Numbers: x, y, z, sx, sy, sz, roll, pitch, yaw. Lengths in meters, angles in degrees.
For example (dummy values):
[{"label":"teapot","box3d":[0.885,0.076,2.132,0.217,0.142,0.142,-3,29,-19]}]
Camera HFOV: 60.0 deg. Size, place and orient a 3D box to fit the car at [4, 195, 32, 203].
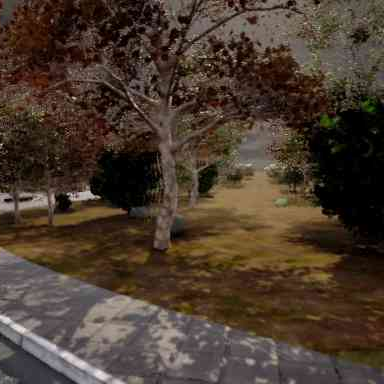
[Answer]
[{"label":"car","box3d":[-27.328,1.037,52.400,1.895,1.301,4.718,-1,1,5]}]
